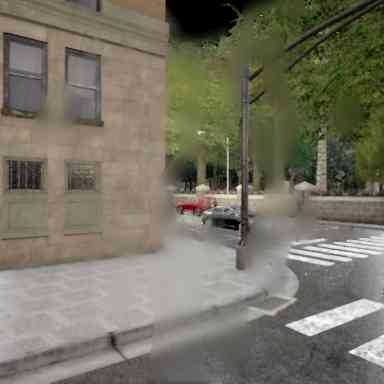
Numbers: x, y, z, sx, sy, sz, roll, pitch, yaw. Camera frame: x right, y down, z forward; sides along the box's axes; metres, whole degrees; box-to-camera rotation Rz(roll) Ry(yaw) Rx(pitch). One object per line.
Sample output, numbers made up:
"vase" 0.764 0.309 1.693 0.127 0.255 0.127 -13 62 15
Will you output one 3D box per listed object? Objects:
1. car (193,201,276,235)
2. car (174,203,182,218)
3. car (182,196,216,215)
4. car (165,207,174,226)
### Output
"car" 2.484 1.508 18.650 2.128 1.511 4.902 0 0 -34
"car" -3.348 1.550 27.122 2.033 1.411 5.357 0 0 -35
"car" 0.476 1.330 31.736 2.192 1.841 5.009 0 0 -35
"car" -3.293 1.568 22.198 1.947 1.339 4.313 0 0 -35
